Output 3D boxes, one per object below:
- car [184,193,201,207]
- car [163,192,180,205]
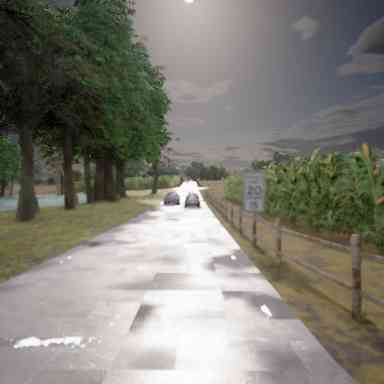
[{"bbox_3d":[0.056,1.127,41.050,1.994,1.385,4.181,0,1,0],"label":"car"},{"bbox_3d":[-2.688,0.821,45.252,2.097,1.767,4.553,0,1,0],"label":"car"}]
